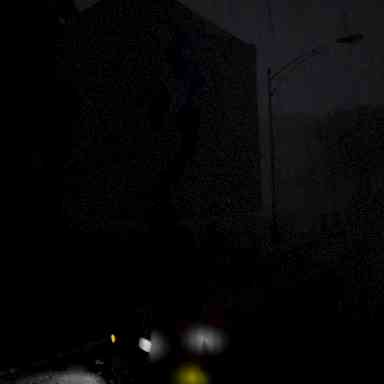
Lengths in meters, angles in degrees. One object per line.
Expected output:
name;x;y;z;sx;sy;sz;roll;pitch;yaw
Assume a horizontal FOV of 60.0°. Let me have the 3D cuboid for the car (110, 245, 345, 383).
car;0.833;1.600;5.329;1.994;1.385;4.181;-1;-1;43
